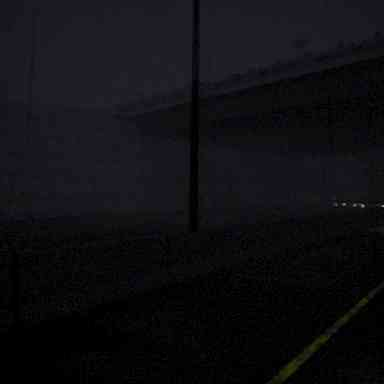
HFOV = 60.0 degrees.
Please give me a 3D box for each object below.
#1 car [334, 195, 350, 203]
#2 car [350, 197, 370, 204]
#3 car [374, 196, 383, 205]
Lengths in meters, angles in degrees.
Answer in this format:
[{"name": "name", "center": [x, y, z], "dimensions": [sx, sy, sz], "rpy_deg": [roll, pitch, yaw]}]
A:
[{"name": "car", "center": [30.271, 1.340, 66.792], "dimensions": [2.097, 1.767, 4.553], "rpy_deg": [1, 0, 41]}, {"name": "car", "center": [32.865, 1.631, 64.448], "dimensions": [1.895, 1.301, 4.718], "rpy_deg": [1, 0, 41]}, {"name": "car", "center": [35.523, 1.565, 62.168], "dimensions": [1.882, 1.535, 5.008], "rpy_deg": [1, 0, 41]}]
